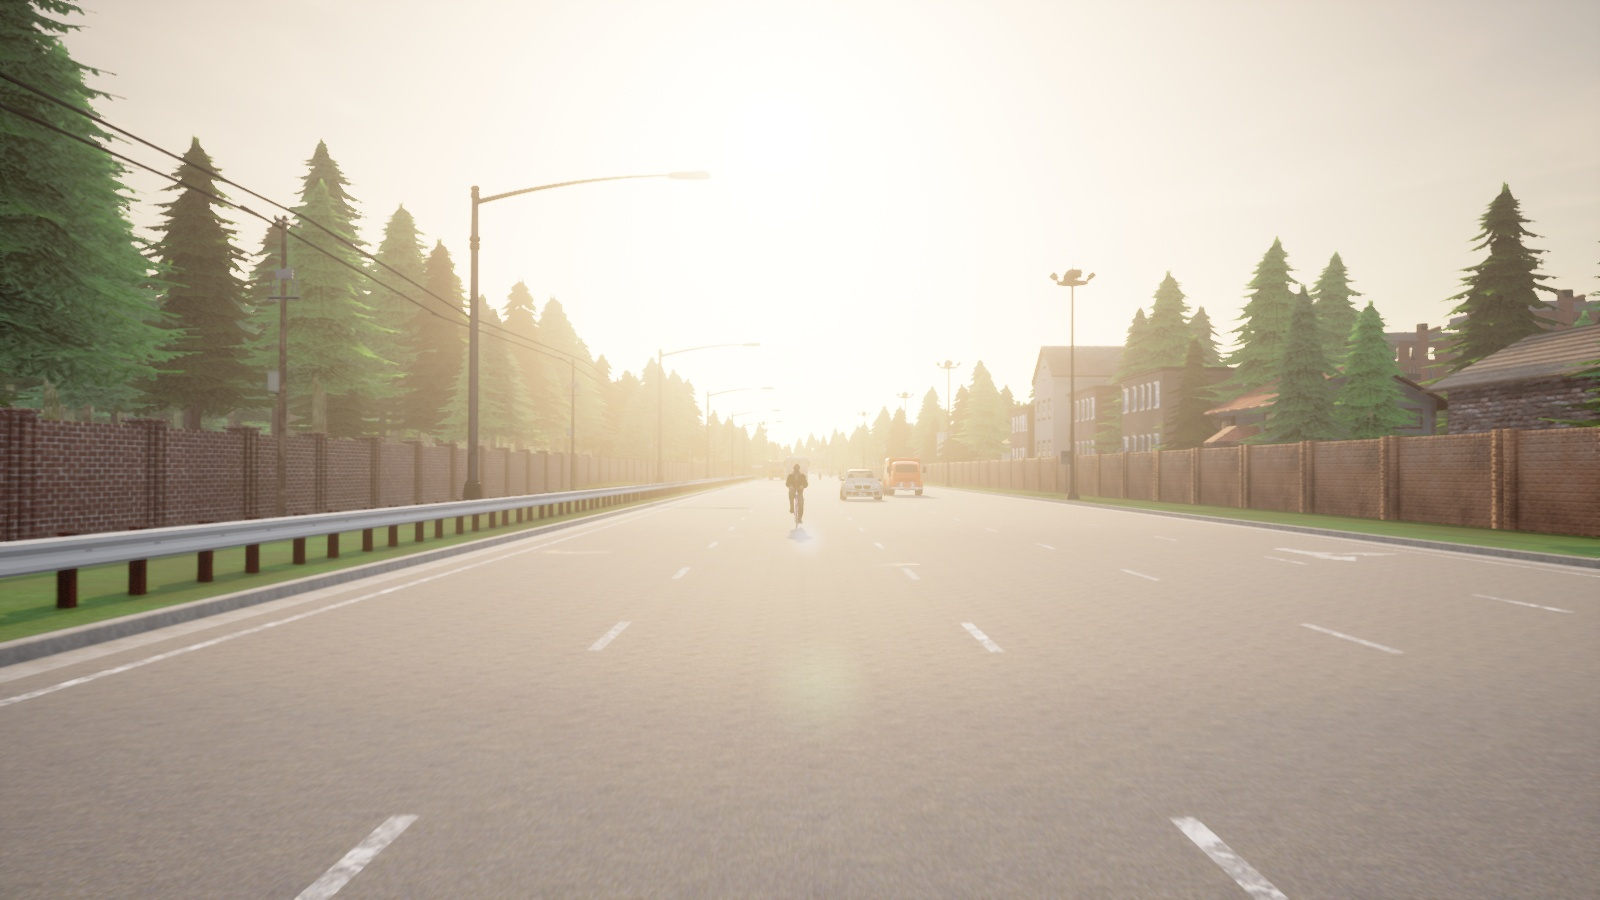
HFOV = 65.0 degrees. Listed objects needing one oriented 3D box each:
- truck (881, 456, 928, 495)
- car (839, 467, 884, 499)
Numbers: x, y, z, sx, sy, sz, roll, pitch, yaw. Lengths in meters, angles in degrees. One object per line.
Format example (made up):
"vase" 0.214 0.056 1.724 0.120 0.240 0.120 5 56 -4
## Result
"truck" 6.794 1.678 82.286 2.627 2.467 5.204 0 -1 0
"car" 3.329 1.796 68.710 2.242 1.667 4.611 0 -1 0
